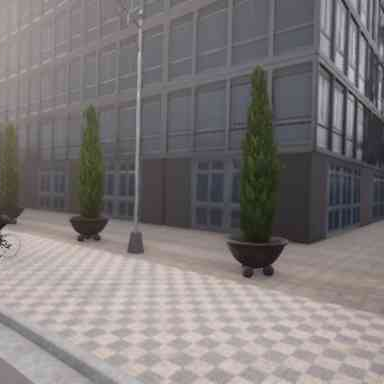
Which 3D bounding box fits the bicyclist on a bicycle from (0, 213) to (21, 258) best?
[{"bbox_3d":[-5.392,1.036,8.866,0.582,1.620,1.656,2,1,39],"label":"bicyclist on a bicycle"}]
